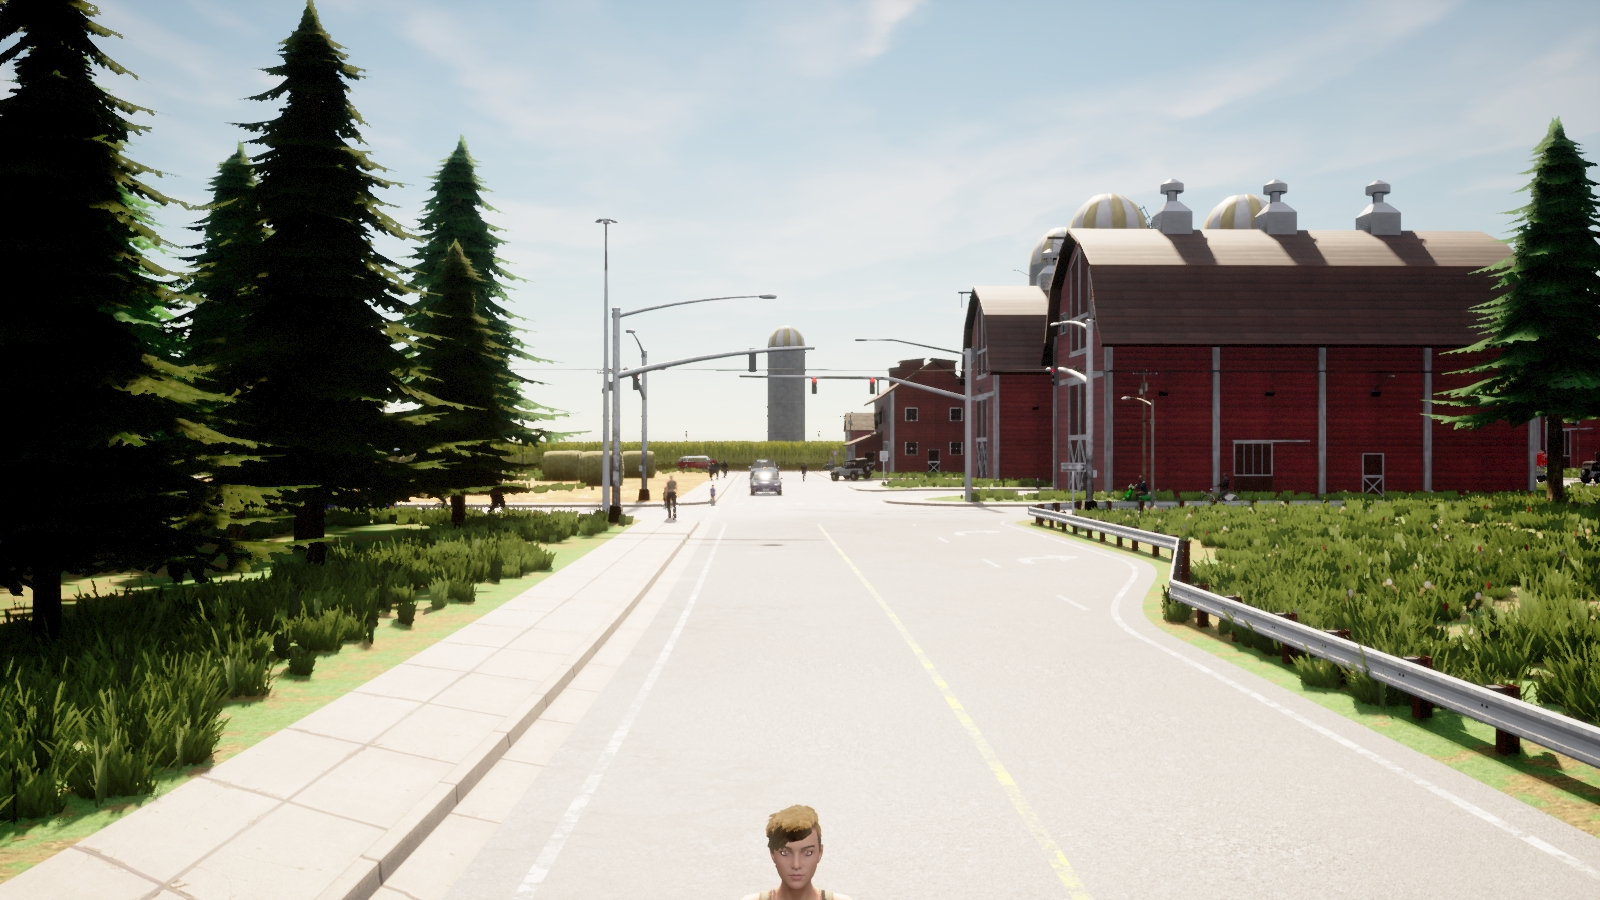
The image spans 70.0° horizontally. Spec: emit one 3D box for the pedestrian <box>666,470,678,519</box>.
[{"bbox_3d":[-4.848,1.672,43.228,0.375,1.860,0.375,0,0,-18],"label":"pedestrian"}]

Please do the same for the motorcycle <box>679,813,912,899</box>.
[{"bbox_3d":[-0.013,2.128,3.457,0.764,1.307,2.356,0,0,0],"label":"motorcycle"}]

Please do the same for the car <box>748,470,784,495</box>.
[{"bbox_3d":[-2.153,2.036,72.119,2.163,1.488,4.792,0,0,-2],"label":"car"}]

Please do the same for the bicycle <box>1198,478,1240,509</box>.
[{"bbox_3d":[19.800,2.064,53.998,1.835,1.471,0.329,0,0,-1],"label":"bicycle"}]

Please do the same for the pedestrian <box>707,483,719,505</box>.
[{"bbox_3d":[-4.429,2.208,57.996,0.500,1.100,0.500,0,0,8],"label":"pedestrian"}]

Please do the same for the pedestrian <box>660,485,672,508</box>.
[{"bbox_3d":[-6.444,2.227,54.964,0.500,1.100,0.500,0,0,-1],"label":"pedestrian"}]

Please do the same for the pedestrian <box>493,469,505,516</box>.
[{"bbox_3d":[-12.075,1.699,45.782,0.375,1.860,0.375,0,0,-1],"label":"pedestrian"}]

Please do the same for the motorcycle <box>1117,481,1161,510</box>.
[{"bbox_3d":[15.989,2.145,53.899,1.805,1.316,0.856,0,0,-1],"label":"motorcycle"}]
